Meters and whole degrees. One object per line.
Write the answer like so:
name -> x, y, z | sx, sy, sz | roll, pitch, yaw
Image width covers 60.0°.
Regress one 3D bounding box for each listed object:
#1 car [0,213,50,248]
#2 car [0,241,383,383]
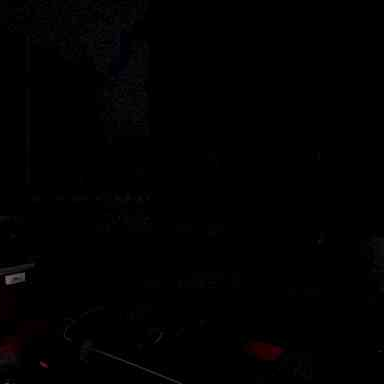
car -> -4.455, 1.315, 6.127 | 5.009, 1.841, 2.192 | 0, 0, 35
car -> -0.023, 1.440, 2.976 | 4.097, 1.590, 1.967 | 0, 0, 35
